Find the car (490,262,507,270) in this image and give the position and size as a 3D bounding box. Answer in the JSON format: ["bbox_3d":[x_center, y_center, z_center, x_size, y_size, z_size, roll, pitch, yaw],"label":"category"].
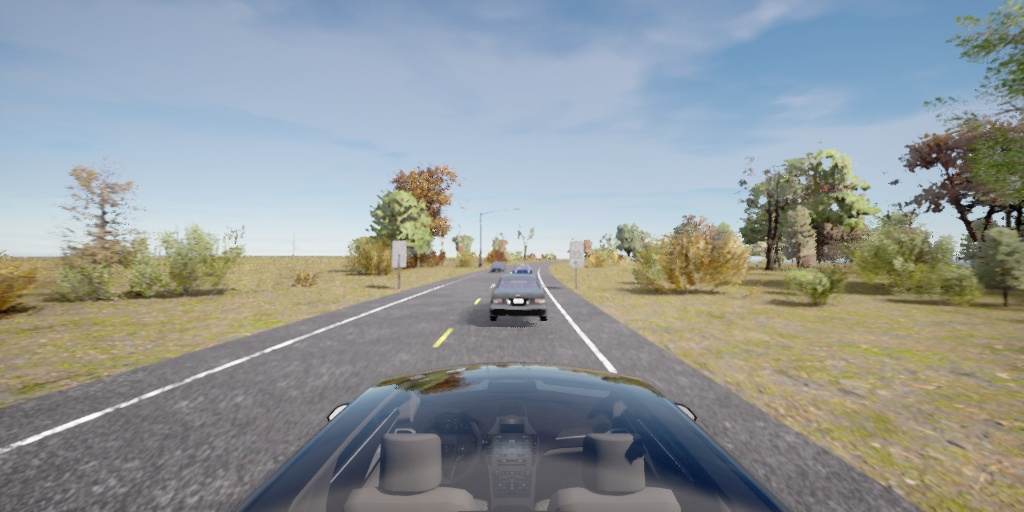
[{"bbox_3d":[-1.737,1.471,47.738,2.033,1.411,5.357,0,0,4],"label":"car"}]

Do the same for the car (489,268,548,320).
[{"bbox_3d":[0.230,1.337,12.719,2.033,1.411,5.357,0,0,1],"label":"car"}]

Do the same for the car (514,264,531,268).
[{"bbox_3d":[1.077,1.465,35.260,1.895,1.301,4.718,0,0,3],"label":"car"}]
